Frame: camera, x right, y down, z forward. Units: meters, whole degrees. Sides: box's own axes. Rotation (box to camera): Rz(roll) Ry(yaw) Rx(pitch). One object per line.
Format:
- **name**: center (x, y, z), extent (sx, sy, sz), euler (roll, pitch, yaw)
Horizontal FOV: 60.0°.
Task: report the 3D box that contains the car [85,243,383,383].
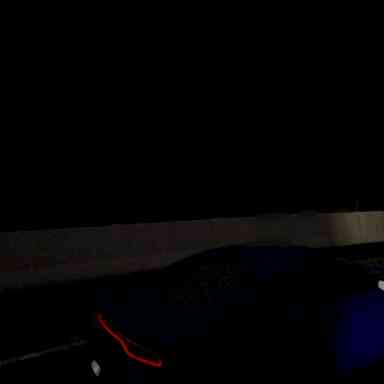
- **car**: center (1.222, 1.433, 4.372), extent (5.008, 1.535, 1.882), euler (-1, 0, -31)
